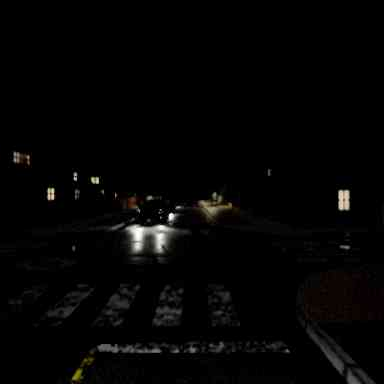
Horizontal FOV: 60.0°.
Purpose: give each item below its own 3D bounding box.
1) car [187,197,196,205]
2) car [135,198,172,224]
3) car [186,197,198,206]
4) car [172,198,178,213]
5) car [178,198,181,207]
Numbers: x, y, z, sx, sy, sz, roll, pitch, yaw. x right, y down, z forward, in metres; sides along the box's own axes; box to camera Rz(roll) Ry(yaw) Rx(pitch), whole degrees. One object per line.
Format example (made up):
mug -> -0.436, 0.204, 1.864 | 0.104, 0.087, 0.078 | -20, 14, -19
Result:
car -> -0.072, 1.720, 66.868 | 1.812, 1.442, 4.674 | 0, 0, 0
car -> -2.920, 1.371, 25.098 | 2.097, 1.767, 4.553 | 0, 0, 1
car -> -0.061, 1.609, 56.449 | 1.882, 1.535, 5.008 | 0, 0, 0
car -> -2.884, 1.609, 36.877 | 1.994, 1.385, 4.181 | 0, 0, 0
car -> -2.857, 1.675, 55.853 | 2.033, 1.411, 5.357 | 0, 0, 0
